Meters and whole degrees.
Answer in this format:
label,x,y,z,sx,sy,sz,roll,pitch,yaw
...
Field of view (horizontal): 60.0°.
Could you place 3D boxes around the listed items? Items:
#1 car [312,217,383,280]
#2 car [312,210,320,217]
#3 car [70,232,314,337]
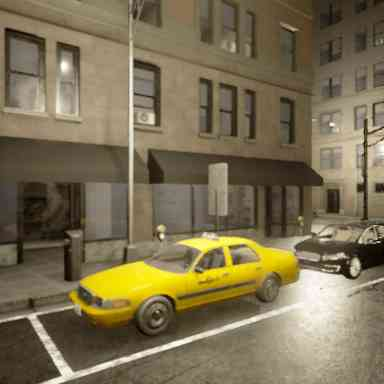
label,x,y,z,sx,sy,sz,roll,pitch,yaw
car,4.793,1.570,9.957,4.403,1.369,2.008,0,0,-36
car,7.656,1.661,26.547,1.895,1.301,4.718,0,0,-38
car,0.157,1.533,6.648,4.829,1.417,1.752,0,0,-36
